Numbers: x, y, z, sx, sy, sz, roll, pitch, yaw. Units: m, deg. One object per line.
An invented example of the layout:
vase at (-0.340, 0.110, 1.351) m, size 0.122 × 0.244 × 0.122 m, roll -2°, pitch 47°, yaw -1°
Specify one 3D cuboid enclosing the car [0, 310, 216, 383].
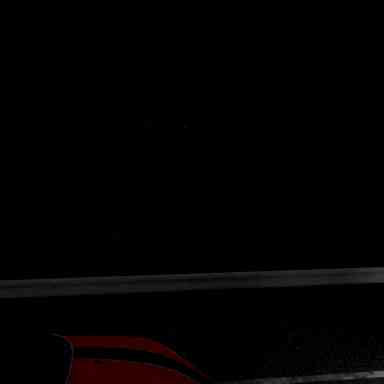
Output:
car at (-1.852, 1.352, 1.664) m, size 4.553 × 1.767 × 2.097 m, roll 0°, pitch 0°, yaw -6°
